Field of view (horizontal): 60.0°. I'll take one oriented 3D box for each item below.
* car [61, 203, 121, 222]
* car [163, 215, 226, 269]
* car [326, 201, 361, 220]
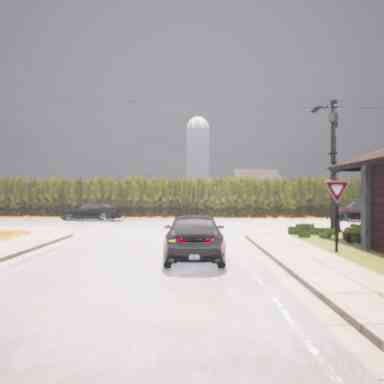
[{"bbox_3d":[-8.447,1.641,27.872,5.008,1.535,1.882,0,-1,7],"label":"car"},{"bbox_3d":[0.078,1.558,11.369,1.837,1.490,4.892,0,-1,0],"label":"car"},{"bbox_3d":[13.543,1.514,27.415,4.553,1.767,2.097,0,0,1],"label":"car"}]
